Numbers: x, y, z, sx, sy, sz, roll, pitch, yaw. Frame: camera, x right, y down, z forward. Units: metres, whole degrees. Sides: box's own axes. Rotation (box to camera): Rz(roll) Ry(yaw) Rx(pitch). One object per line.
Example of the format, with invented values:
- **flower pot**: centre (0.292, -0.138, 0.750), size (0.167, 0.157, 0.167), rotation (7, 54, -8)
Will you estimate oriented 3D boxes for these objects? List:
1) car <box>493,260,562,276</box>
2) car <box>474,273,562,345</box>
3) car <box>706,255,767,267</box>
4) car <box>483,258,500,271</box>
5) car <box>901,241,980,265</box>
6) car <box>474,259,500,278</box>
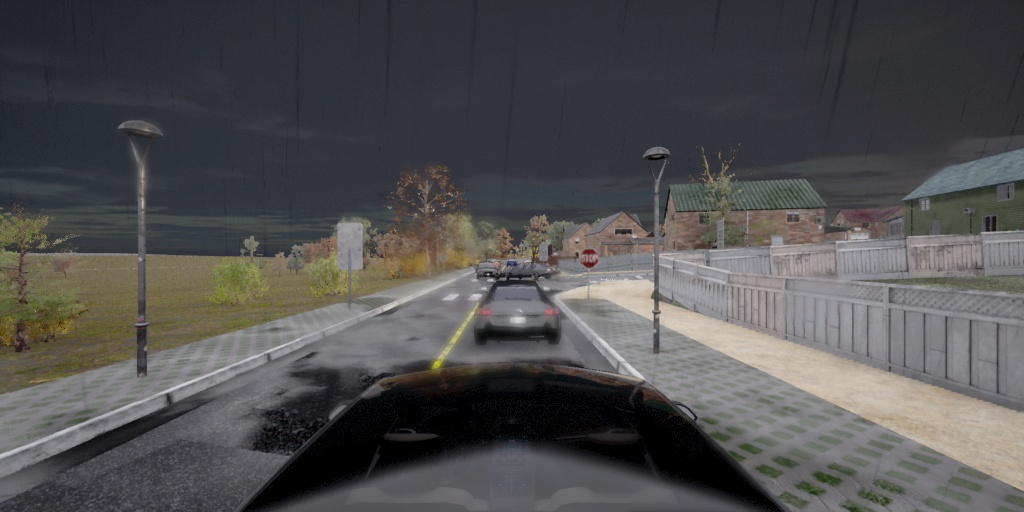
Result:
- **car**: centre (1.330, 1.197, 28.532), size (5.357, 1.411, 2.033), rotation (-4, -3, 43)
- **car**: centre (0.100, 1.313, 9.517), size (1.994, 1.385, 4.181), rotation (0, 0, -1)
- **car**: centre (14.382, 0.413, 22.911), size (4.181, 1.385, 1.994), rotation (-3, 0, 16)
- **car**: centre (-2.860, 1.120, 51.260), size (2.097, 1.767, 4.553), rotation (0, 0, 1)
- **car**: centre (23.883, -0.209, 20.492), size (4.902, 1.511, 2.128), rotation (-3, 0, 14)
- **car**: centre (-2.258, 1.257, 31.442), size (1.837, 1.490, 4.892), rotation (0, 0, -8)
